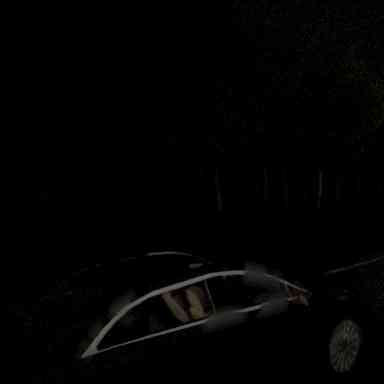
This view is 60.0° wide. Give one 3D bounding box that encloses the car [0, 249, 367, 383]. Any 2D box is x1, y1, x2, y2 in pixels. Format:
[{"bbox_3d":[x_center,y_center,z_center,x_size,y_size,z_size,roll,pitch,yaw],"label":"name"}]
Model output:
[{"bbox_3d":[0.042,1.433,3.746,4.902,1.511,2.128,-2,1,-35],"label":"car"}]
